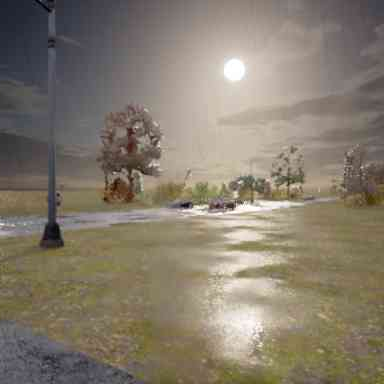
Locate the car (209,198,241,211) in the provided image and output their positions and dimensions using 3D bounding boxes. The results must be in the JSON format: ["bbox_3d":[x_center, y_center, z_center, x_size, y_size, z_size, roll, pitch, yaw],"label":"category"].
[{"bbox_3d":[4.053,1.520,43.287,2.097,1.767,4.553,0,0,34],"label":"car"}]

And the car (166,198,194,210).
[{"bbox_3d":[-1.714,1.687,47.276,1.882,1.535,5.008,0,1,34],"label":"car"}]

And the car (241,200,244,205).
[{"bbox_3d":[7.696,1.763,61.318,2.033,1.411,5.357,0,0,34],"label":"car"}]
